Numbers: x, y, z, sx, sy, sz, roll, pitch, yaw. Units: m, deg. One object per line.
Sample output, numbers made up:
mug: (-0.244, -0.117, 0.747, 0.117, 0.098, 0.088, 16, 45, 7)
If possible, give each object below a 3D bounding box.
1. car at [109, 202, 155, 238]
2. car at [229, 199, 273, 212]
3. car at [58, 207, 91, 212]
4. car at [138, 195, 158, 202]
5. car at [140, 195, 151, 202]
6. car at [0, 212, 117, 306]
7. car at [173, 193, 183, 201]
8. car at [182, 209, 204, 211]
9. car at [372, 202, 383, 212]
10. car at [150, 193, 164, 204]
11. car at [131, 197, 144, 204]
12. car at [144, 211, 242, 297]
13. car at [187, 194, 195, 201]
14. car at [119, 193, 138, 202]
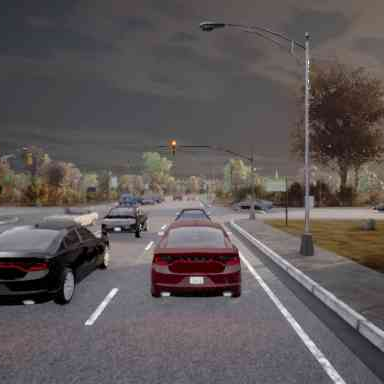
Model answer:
car: (-3.434, 1.491, 17.628, 2.128, 1.511, 4.902, 0, 0, -1)
car: (6.607, 1.492, 37.361, 4.902, 1.511, 2.128, 0, 0, 3)
car: (-7.237, 1.601, 20.117, 1.895, 1.301, 4.718, 0, 0, -1)
car: (-7.223, 1.564, 55.437, 1.994, 1.385, 4.181, 0, 0, -1)
car: (-10.684, 1.500, 75.904, 1.837, 1.490, 4.892, 0, 0, 0)
car: (-3.417, 1.478, 8.141, 1.882, 1.535, 5.008, 0, 0, 0)
car: (-3.703, 1.217, 85.445, 2.150, 2.045, 5.566, 0, 0, 0)
car: (0.061, 1.564, 17.605, 1.994, 1.385, 4.181, 0, 0, 0)
car: (22.402, 1.496, 36.531, 4.892, 1.490, 1.837, 0, 0, 3)
car: (-7.197, 1.221, 64.551, 2.150, 2.045, 5.566, 0, 0, 1)
car: (-10.686, 1.601, 65.623, 1.895, 1.301, 4.718, 0, 0, 0)
car: (0.081, 1.478, 8.616, 1.882, 1.535, 5.008, 0, 0, 0)
car: (-0.204, 1.348, 85.809, 2.097, 1.767, 4.553, 0, 0, 0)
car: (-10.685, 1.221, 55.856, 2.150, 2.045, 5.566, 0, 0, 2)
